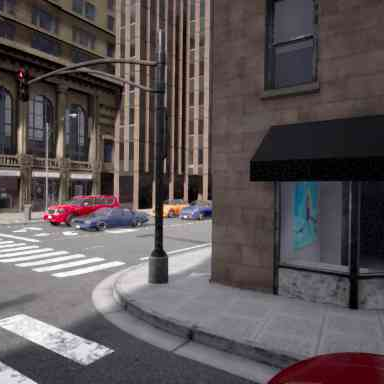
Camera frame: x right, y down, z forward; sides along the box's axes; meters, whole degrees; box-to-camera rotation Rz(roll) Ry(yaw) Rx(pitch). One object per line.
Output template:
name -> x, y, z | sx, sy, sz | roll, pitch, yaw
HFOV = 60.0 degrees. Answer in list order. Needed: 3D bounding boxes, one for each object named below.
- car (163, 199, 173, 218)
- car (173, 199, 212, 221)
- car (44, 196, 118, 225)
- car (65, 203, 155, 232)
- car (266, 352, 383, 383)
car -> -1.897, 1.505, 31.910 | 2.097, 1.767, 4.553 | 1, 0, 35
car -> 0.742, 1.552, 30.013 | 2.097, 1.767, 4.553 | 1, 0, 35
car -> -7.600, 1.290, 23.772 | 2.150, 2.045, 5.566 | 1, 0, 35
car -> -5.136, 1.659, 21.632 | 2.033, 1.411, 5.357 | 1, 0, 35
car -> 2.359, 1.545, 1.291 | 4.507, 1.381, 1.887 | 0, 1, 35
